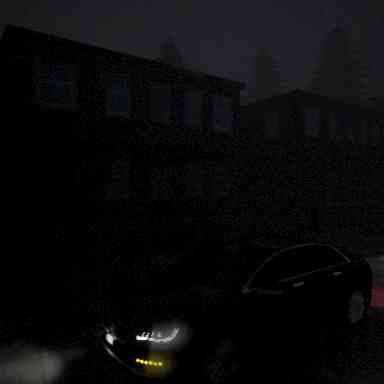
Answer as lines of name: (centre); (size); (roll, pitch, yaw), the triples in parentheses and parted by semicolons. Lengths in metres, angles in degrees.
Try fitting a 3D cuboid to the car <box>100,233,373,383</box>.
car: (1.013, 1.482, 5.326); (4.892, 1.490, 1.837); (0, 0, -36)
